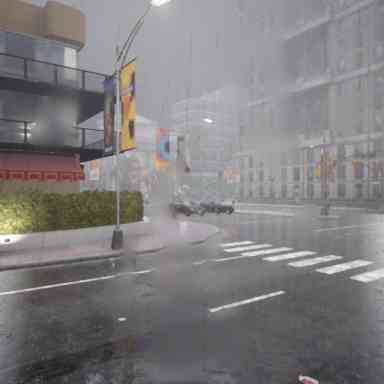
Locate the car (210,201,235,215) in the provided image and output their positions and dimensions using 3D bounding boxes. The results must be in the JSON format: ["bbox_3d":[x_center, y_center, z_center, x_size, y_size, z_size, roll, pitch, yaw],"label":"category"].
[{"bbox_3d":[2.227,1.592,34.116,1.895,1.301,4.718,0,0,-35],"label":"car"}]

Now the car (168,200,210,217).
[{"bbox_3d":[-0.624,1.519,32.087,1.812,1.442,4.674,0,0,-35],"label":"car"}]
